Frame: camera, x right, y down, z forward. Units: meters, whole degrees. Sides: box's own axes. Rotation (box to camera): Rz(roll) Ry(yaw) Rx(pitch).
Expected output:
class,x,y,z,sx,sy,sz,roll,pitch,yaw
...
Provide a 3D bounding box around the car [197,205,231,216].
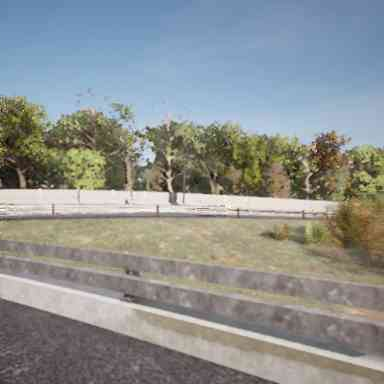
class,x,y,z,sx,sy,sz,roll,pitch,yaw
car,2.986,2.457,45.370,4.902,1.511,2.128,3,-2,-26
